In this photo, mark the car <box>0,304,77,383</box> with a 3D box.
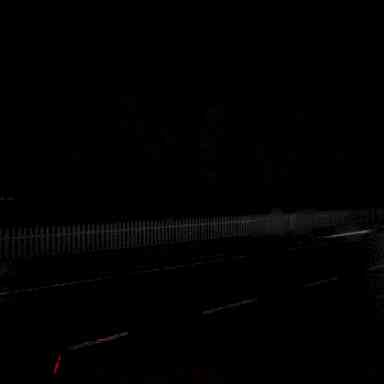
[{"bbox_3d":[-3.177,1.504,1.731,4.892,1.490,1.837,0,0,-35],"label":"car"}]
